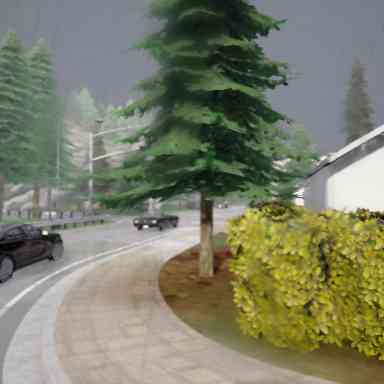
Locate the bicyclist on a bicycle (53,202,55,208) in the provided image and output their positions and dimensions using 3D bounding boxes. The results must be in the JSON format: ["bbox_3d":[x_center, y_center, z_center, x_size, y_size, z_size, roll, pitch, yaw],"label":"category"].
[{"bbox_3d":[-18.947,2.201,46.295,0.582,1.620,1.656,-3,4,15],"label":"bicyclist on a bicycle"}]

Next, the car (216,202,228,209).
[{"bbox_3d":[6.163,2.756,68.122,2.128,1.511,4.902,0,-1,16],"label":"car"}]

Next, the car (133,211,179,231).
[{"bbox_3d":[-2.431,2.023,23.931,1.895,1.301,4.718,0,-1,16],"label":"car"}]

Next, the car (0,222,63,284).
[{"bbox_3d":[-5.740,1.643,10.206,1.882,1.535,5.008,0,-1,3],"label":"car"}]
